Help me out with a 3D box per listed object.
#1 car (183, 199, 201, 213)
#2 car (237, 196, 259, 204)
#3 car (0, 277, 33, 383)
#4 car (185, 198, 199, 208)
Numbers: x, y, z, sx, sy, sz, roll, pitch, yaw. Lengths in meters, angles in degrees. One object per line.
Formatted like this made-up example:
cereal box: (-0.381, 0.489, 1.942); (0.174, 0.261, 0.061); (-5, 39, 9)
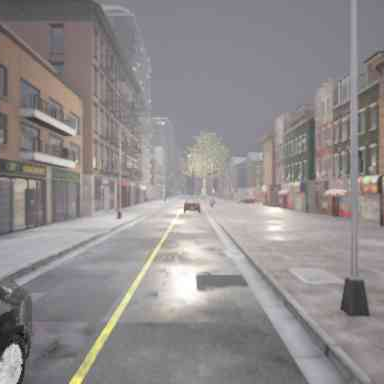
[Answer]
car: (0.003, 1.505, 37.111); (1.882, 1.535, 5.008); (0, 0, 0)
car: (10.932, 1.569, 65.569); (4.097, 1.590, 1.967); (0, -1, 0)
car: (-2.840, 1.506, 2.138); (1.837, 1.490, 4.892); (0, 0, 0)
car: (0.016, 1.639, 48.720); (1.895, 1.301, 4.718); (0, 0, 0)
